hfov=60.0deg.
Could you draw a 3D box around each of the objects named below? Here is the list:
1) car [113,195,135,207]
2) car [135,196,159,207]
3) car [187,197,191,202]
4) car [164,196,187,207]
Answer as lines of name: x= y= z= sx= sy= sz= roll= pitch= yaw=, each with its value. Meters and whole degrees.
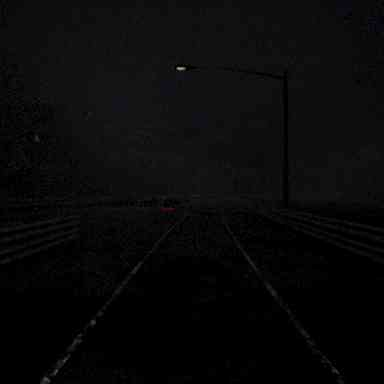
car: x=-9.855 y=1.207 z=49.150 sx=2.097 sy=1.767 sz=4.553 roll=0 pitch=0 yaw=12
car: x=-6.289 y=1.381 z=49.046 sx=1.812 sy=1.442 sz=4.674 roll=0 pitch=0 yaw=12
car: x=-1.624 y=1.467 z=69.528 sx=1.994 sy=1.385 sz=4.181 roll=0 pitch=0 yaw=14
car: x=-2.748 y=1.347 z=48.897 sx=2.128 sy=1.511 sz=4.902 roll=0 pitch=0 yaw=12
